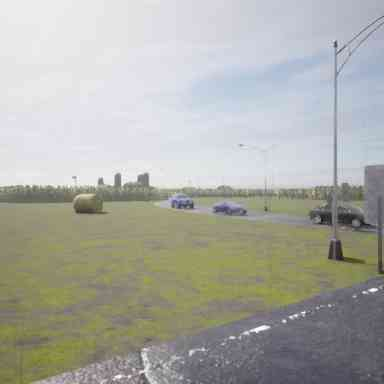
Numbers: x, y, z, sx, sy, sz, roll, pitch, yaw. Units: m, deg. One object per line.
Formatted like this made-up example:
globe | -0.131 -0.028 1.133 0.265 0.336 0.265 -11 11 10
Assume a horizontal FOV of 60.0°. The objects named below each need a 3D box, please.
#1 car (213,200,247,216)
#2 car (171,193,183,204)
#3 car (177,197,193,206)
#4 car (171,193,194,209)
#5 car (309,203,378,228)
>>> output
car | 3.748 1.579 34.022 1.812 1.442 4.674 -1 0 -25
car | -3.041 1.297 66.977 2.150 2.045 5.566 0 0 -6
car | -1.265 1.585 56.804 1.812 1.442 4.674 -1 0 -12
car | -1.402 1.296 46.718 2.150 2.045 5.566 -1 0 -18
car | 10.268 1.528 22.548 1.837 1.490 4.892 -1 0 -32
